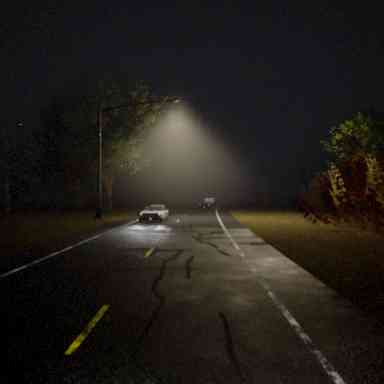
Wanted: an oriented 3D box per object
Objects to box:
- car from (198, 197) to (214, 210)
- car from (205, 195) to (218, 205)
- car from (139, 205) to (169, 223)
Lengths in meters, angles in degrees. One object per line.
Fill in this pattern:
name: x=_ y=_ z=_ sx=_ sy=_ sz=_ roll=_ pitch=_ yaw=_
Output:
car: x=1.899 y=1.850 z=47.960 sx=1.895 sy=1.301 sz=4.718 roll=0 pitch=0 yaw=4
car: x=3.616 y=1.555 z=66.875 sx=2.150 sy=2.045 sz=5.566 roll=0 pitch=0 yaw=6
car: x=-3.050 y=1.753 z=27.251 sx=1.895 sy=1.301 sz=4.718 roll=0 pitch=0 yaw=2
